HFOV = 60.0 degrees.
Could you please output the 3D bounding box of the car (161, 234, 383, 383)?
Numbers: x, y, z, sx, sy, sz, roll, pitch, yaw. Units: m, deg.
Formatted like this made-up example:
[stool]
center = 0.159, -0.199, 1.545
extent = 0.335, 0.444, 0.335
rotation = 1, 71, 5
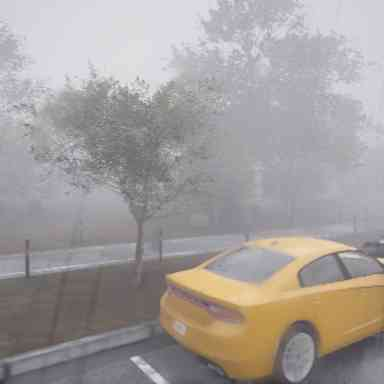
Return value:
[car]
center = 1.930, 1.490, 5.406
extent = 5.008, 1.535, 2.097
rotation = 0, 0, -33
